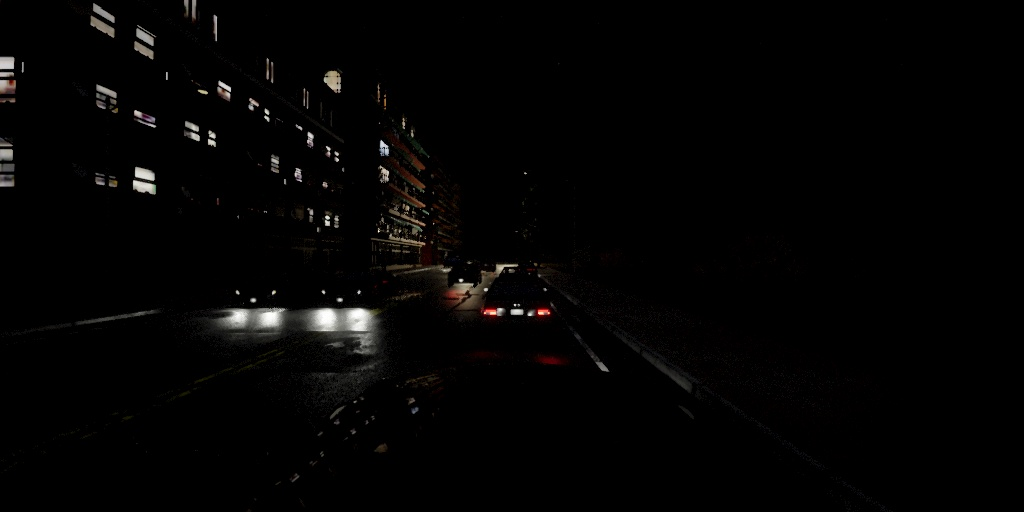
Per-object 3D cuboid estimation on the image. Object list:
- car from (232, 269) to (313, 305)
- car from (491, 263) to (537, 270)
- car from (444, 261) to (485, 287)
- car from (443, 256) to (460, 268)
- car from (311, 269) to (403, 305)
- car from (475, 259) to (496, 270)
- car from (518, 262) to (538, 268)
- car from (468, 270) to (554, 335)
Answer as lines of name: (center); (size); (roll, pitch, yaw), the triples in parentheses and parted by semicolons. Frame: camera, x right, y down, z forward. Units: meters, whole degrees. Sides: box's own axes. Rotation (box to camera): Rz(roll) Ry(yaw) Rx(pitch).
car: (-9.840, 1.300, 16.298); (2.033, 1.411, 5.357); (0, 0, 0)
car: (0.110, 1.301, 20.867); (2.033, 1.411, 5.357); (0, 0, 0)
car: (-3.137, 1.256, 24.491); (1.837, 1.490, 4.892); (0, -1, 0)
car: (-9.797, 0.977, 58.875); (2.150, 2.045, 5.566); (0, 0, 0)
car: (-6.593, 1.300, 16.394); (2.033, 1.411, 5.357); (0, 0, 0)
car: (-3.125, 1.110, 45.175); (2.097, 1.767, 4.553); (0, 0, 0)
car: (1.154, 1.259, 30.634); (1.837, 1.490, 4.892); (0, 0, 0)
car: (0.107, 1.299, 10.505); (2.033, 1.411, 5.357); (0, 0, 0)
